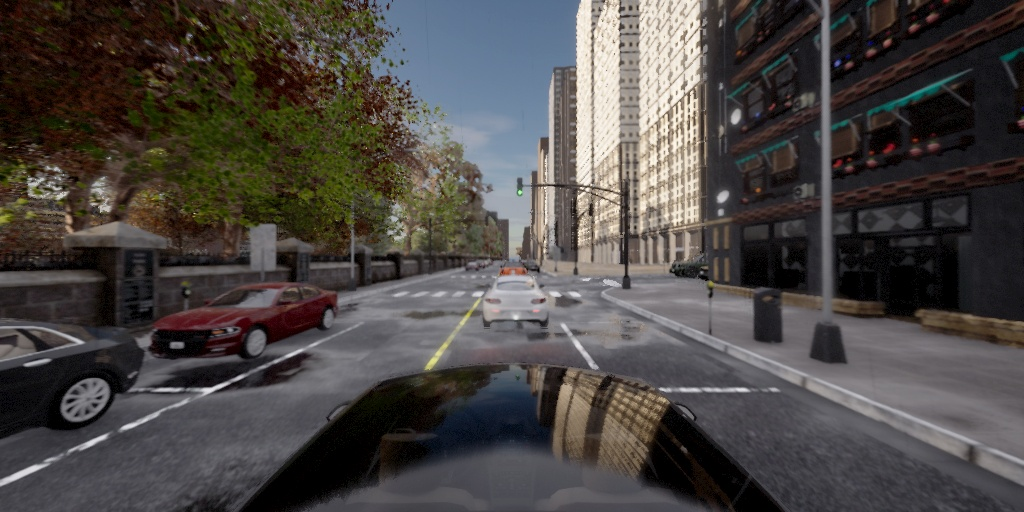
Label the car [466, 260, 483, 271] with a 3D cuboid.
[{"bbox_3d":[-5.716,1.514,52.027,1.802,1.307,4.207,0,0,0],"label":"car"}]

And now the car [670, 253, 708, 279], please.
[{"bbox_3d":[16.051,0.776,29.629,5.566,2.045,2.150,-1,0,0],"label":"car"}]

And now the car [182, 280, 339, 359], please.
[{"bbox_3d":[-5.824,1.316,8.476,1.888,1.381,4.507,0,0,0],"label":"car"}]

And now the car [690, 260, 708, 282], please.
[{"bbox_3d":[14.674,1.100,23.823,4.313,1.339,1.948,0,0,0],"label":"car"}]

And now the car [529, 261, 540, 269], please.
[{"bbox_3d":[2.667,1.477,46.398,1.948,1.339,4.313,0,0,0],"label":"car"}]

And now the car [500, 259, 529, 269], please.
[{"bbox_3d":[0.088,1.198,29.638,2.097,1.767,4.553,0,0,0],"label":"car"}]

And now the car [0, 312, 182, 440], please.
[{"bbox_3d":[-5.770,1.304,2.937,2.007,1.370,4.403,0,0,0],"label":"car"}]

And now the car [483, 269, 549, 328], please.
[{"bbox_3d":[0.094,1.307,11.356,1.812,1.442,4.674,0,0,0],"label":"car"}]

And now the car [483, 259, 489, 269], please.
[{"bbox_3d":[-5.721,1.419,63.292,1.967,1.591,4.097,0,0,0],"label":"car"}]
